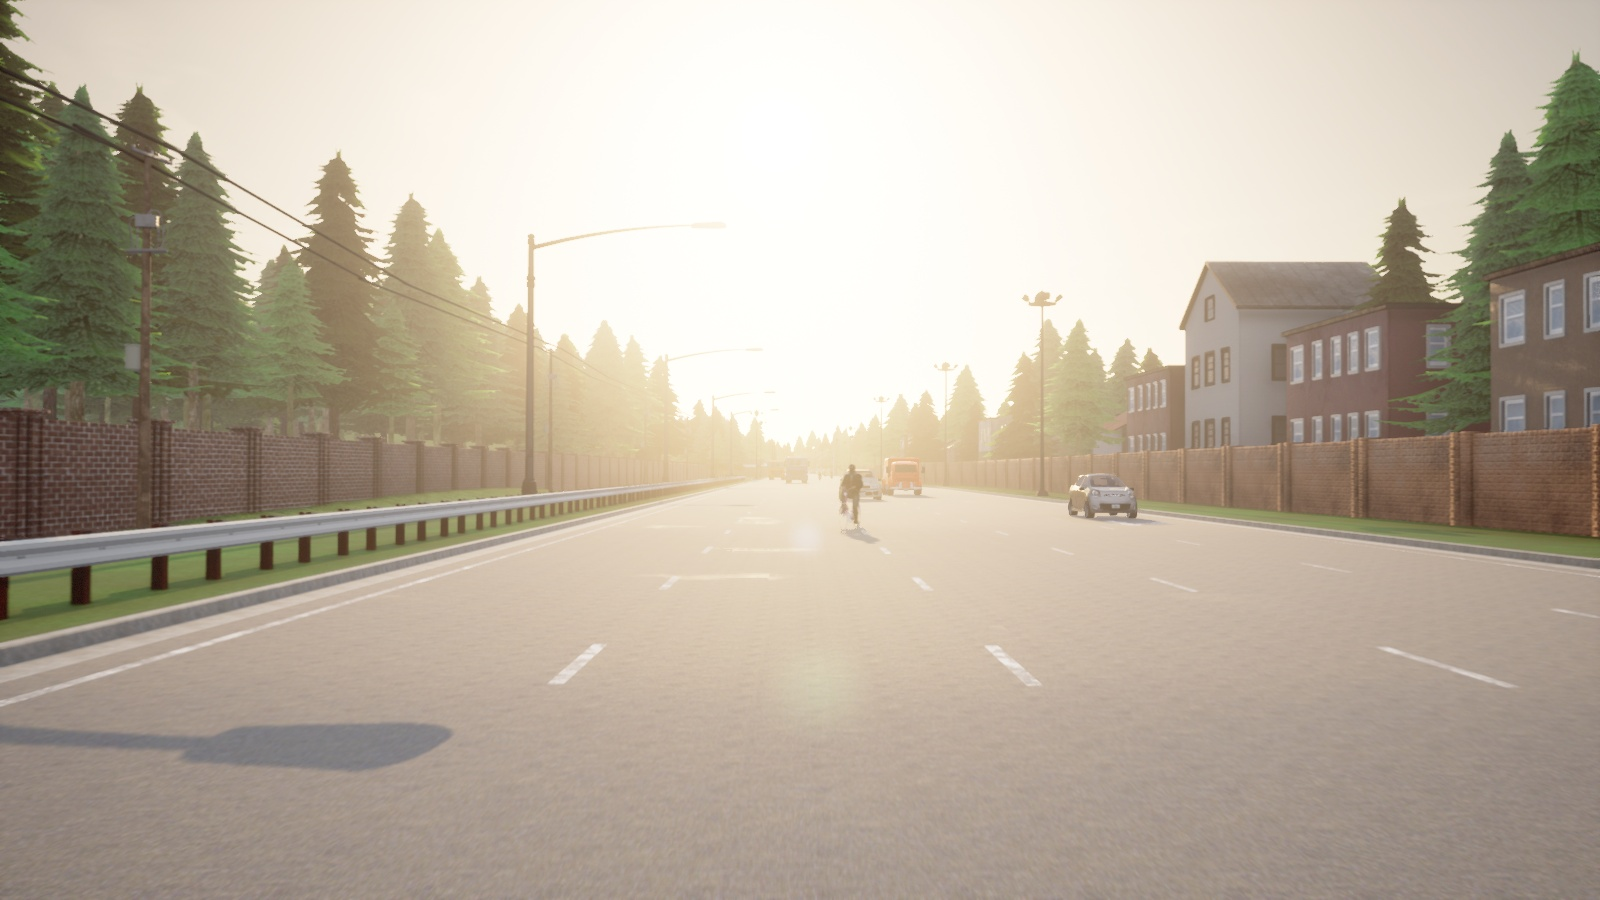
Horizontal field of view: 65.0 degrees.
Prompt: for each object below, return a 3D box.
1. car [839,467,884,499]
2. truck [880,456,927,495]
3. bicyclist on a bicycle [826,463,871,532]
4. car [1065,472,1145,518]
[{"bbox_3d":[3.330,1.804,69.136,2.242,1.667,4.611,0,-1,0],"label":"car"},{"bbox_3d":[6.795,1.690,82.960,2.627,2.467,5.204,0,-1,0],"label":"truck"},{"bbox_3d":[1.300,1.237,33.248,0.659,1.776,1.843,-1,-1,20],"label":"bicyclist on a bicycle"},{"bbox_3d":[10.394,1.509,43.079,1.845,1.501,3.633,0,-1,0],"label":"car"}]
